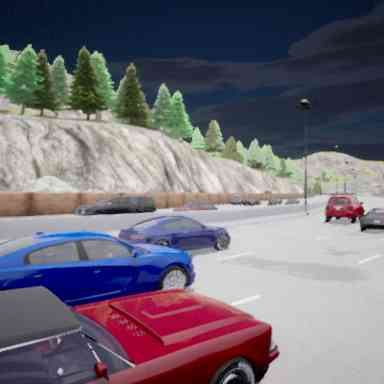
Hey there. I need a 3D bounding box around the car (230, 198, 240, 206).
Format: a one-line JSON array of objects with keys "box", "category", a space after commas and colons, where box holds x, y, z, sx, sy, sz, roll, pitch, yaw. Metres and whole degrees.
[{"box": [9.133, 1.893, 63.998, 2.033, 1.411, 5.357, 0, 0, 28], "category": "car"}]

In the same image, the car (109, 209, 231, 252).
[{"box": [-0.580, 1.598, 12.597, 4.674, 1.442, 1.812, 0, 0, -40], "category": "car"}]

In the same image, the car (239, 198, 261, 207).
[{"box": [10.799, 1.870, 59.717, 2.033, 1.411, 5.357, 0, 0, 29], "category": "car"}]

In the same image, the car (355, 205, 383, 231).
[{"box": [11.807, 1.667, 20.495, 1.994, 1.385, 4.181, 0, 0, 39], "category": "car"}]

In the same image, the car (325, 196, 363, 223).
[{"box": [12.431, 1.360, 26.978, 2.150, 2.045, 5.566, 0, 0, 35], "category": "car"}]

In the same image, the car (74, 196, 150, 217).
[{"box": [-6.411, 1.376, 26.418, 2.150, 2.045, 5.566, 0, 0, 45], "category": "car"}]

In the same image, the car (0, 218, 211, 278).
[{"box": [-2.206, 1.519, 6.775, 5.008, 1.535, 1.882, 0, 0, -36], "category": "car"}]

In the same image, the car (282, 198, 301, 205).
[{"box": [17.483, 1.805, 57.401, 1.837, 1.490, 4.892, 0, 0, 29], "category": "car"}]

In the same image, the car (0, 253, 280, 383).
[{"box": [-1.368, 1.621, 3.023, 4.718, 1.301, 1.895, 0, 0, -36], "category": "car"}]

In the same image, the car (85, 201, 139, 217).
[{"box": [-8.238, 1.750, 34.652, 2.033, 1.411, 5.357, 0, 0, 41], "category": "car"}]

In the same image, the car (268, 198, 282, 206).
[{"box": [15.279, 1.827, 60.705, 1.837, 1.490, 4.892, 0, 0, 29], "category": "car"}]

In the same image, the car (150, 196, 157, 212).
[{"box": [-5.874, 1.409, 32.128, 2.150, 2.045, 5.566, 0, 0, 40], "category": "car"}]

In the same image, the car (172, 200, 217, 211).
[{"box": [0.247, 1.513, 28.668, 2.097, 1.767, 4.553, 0, 0, 39], "category": "car"}]
